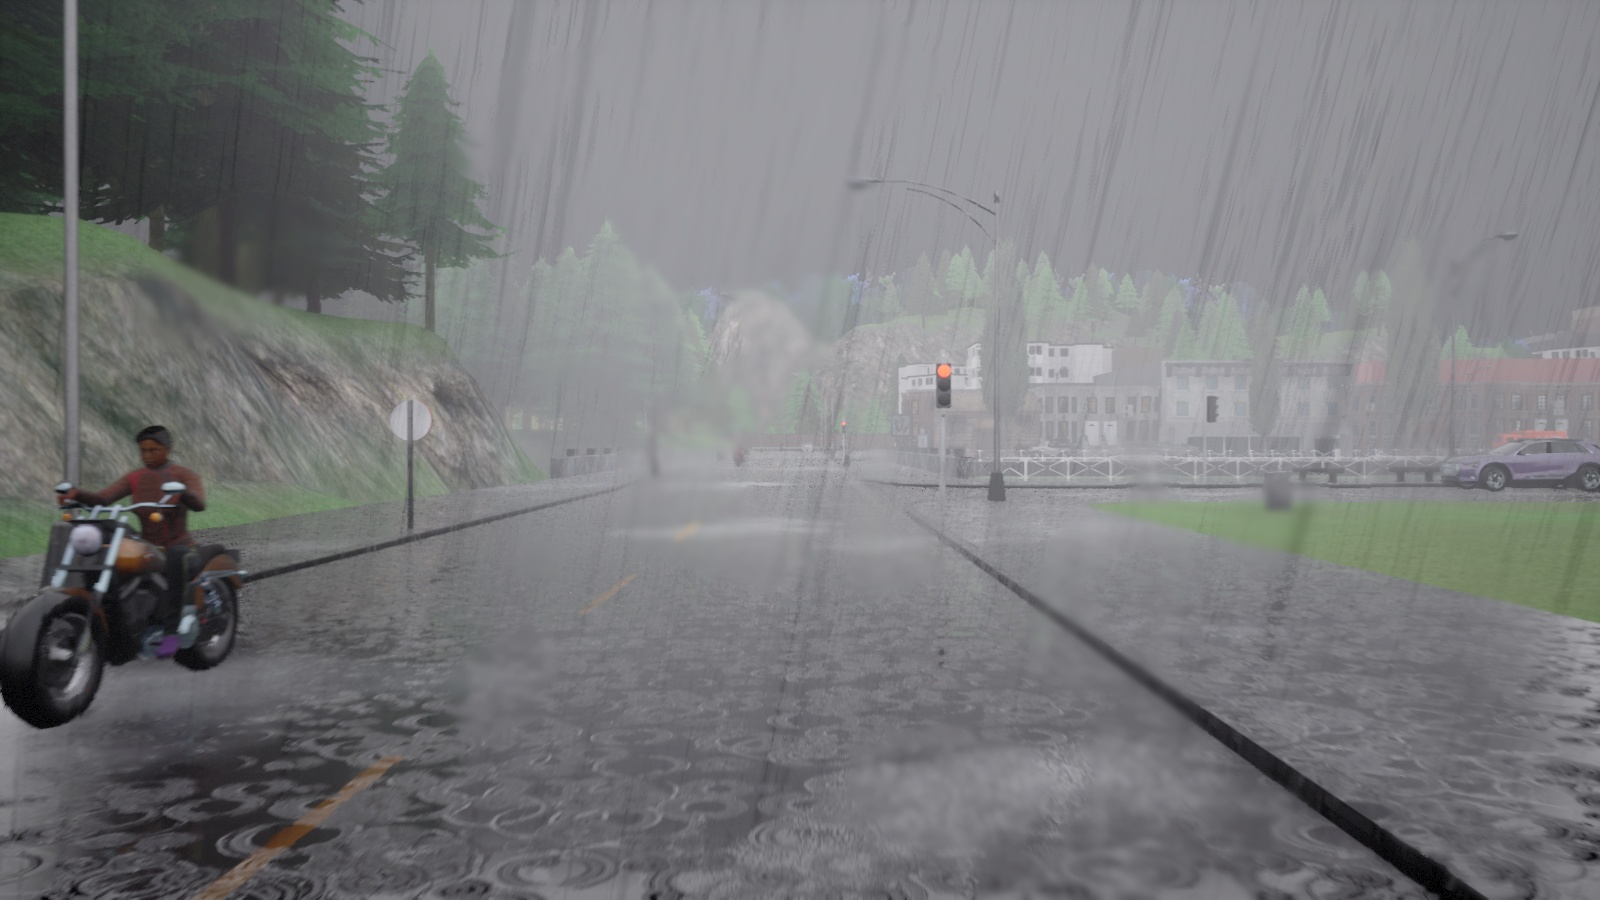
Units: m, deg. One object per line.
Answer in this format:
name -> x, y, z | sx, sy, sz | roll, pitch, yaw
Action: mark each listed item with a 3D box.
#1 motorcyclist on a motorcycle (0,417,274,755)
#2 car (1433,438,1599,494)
motorcyclist on a motorcycle -> -3.942, 0.652, 7.305 | 0.766, 1.649, 2.350 | 0, 1, 0
car -> 22.624, 0.476, 39.014 | 4.856, 1.649, 2.033 | 0, 0, 0
